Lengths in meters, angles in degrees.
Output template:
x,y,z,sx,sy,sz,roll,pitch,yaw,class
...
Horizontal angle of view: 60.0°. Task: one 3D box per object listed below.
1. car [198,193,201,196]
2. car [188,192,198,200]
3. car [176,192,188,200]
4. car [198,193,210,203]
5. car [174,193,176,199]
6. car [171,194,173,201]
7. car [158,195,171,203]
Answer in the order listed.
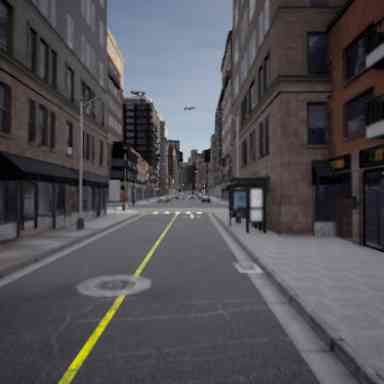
x,y,z,sx,sy,sz,roll,pitch,yaw,class
2.792,1.458,93.883,1.802,1.307,4.206,1,0,0,car
0.114,1.466,92.749,1.895,1.301,4.718,0,0,0,car
-2.899,1.411,85.875,2.128,1.511,4.902,0,0,0,car
2.738,1.447,65.954,1.887,1.381,4.507,1,0,0,car
-5.771,1.440,82.728,2.008,1.369,4.403,1,0,0,car
-5.795,1.464,71.556,1.947,1.339,4.313,1,0,0,car
-5.807,1.484,65.970,1.802,1.307,4.206,1,0,0,car
